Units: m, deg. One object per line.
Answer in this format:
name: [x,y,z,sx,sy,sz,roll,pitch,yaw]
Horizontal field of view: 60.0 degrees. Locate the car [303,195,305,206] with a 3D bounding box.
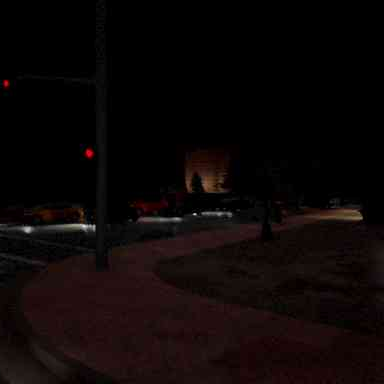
car: [19.065,1.611,53.718,2.033,1.411,5.357,0,0,36]

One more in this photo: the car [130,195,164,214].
car: [-4.767,1.303,33.094,2.150,2.045,5.566,0,0,37]

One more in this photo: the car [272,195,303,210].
car: [12.989,1.566,45.315,1.837,1.490,4.892,0,0,37]

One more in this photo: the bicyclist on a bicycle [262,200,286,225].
bicyclist on a bicycle: [5.280,1.332,21.442,1.656,1.620,0.582,-1,0,36]

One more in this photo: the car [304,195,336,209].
car: [17.611,1.542,45.615,2.128,1.511,4.902,0,0,36]

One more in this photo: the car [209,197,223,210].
car: [1.280,1.631,41.373,2.033,1.411,5.357,0,0,36]

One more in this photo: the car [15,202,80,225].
car: [-10.626,1.557,25.074,1.882,1.535,5.008,0,0,36]

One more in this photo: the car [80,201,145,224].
car: [-5.990,1.632,25.476,1.994,1.385,4.181,0,0,36]

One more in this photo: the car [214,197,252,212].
car: [5.050,1.673,40.585,1.895,1.301,4.718,0,0,36]

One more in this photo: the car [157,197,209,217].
car: [-0.811,1.548,32.575,1.882,1.535,5.008,0,0,36]

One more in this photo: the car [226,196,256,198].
car: [7.245,1.649,49.472,1.994,1.385,4.181,0,0,37]

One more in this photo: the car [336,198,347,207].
car: [23.739,1.600,54.016,2.033,1.411,5.357,0,0,36]
